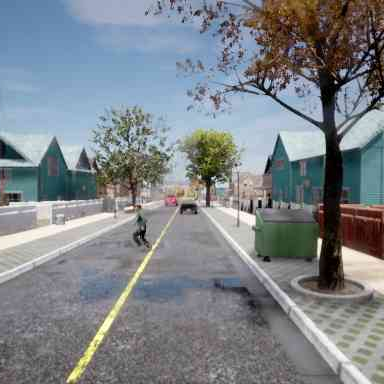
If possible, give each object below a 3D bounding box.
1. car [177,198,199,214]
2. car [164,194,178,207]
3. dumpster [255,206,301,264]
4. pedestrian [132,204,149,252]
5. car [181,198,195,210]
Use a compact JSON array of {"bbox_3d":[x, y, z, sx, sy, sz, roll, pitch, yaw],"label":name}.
[{"bbox_3d":[-0.365,1.589,36.677,1.837,1.490,4.892,0,0,-1],"label":"car"},{"bbox_3d":[-3.531,1.442,57.467,2.150,2.045,5.566,0,-1,0],"label":"car"},{"bbox_3d":[2.892,1.402,11.490,1.020,1.700,1.940,2,2,-1],"label":"dumpster"},{"bbox_3d":[-1.912,1.302,12.371,0.375,1.860,0.375,-2,2,-2],"label":"pedestrian"},{"bbox_3d":[-0.513,1.617,46.626,1.882,1.535,5.008,0,0,-1],"label":"car"}]
